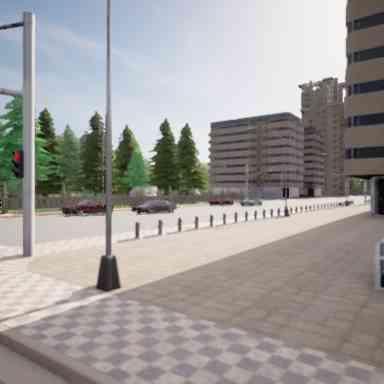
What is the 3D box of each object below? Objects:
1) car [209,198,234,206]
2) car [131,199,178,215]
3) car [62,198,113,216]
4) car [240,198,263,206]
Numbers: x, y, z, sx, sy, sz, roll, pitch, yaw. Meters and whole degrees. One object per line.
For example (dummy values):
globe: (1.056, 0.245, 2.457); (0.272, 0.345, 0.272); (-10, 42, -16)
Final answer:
car: (4.497, 1.502, 50.699); (1.895, 1.301, 4.718); (0, 0, 36)
car: (-3.662, 1.461, 33.383); (2.033, 1.411, 5.357); (0, 0, 36)
car: (-9.650, 1.377, 31.024); (1.882, 1.535, 5.008); (0, 0, 36)
car: (9.105, 1.515, 51.082); (1.895, 1.301, 4.718); (0, 0, 36)
